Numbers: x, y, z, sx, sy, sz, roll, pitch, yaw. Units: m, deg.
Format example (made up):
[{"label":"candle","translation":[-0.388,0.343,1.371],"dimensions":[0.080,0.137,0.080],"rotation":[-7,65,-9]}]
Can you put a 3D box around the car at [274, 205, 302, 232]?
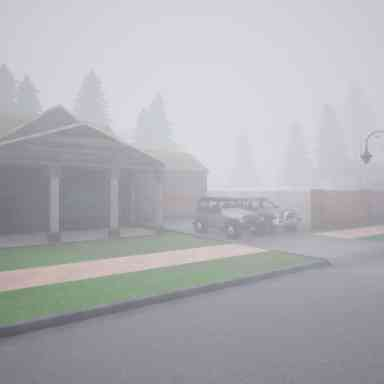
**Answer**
[{"label":"car","translation":[3.494,1.174,17.880],"dimensions":[1.932,1.855,4.605],"rotation":[0,0,-36]}]

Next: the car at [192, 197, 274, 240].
[{"label":"car","translation":[1.684,1.176,16.093],"dimensions":[1.905,1.878,3.866],"rotation":[0,0,-36]}]
